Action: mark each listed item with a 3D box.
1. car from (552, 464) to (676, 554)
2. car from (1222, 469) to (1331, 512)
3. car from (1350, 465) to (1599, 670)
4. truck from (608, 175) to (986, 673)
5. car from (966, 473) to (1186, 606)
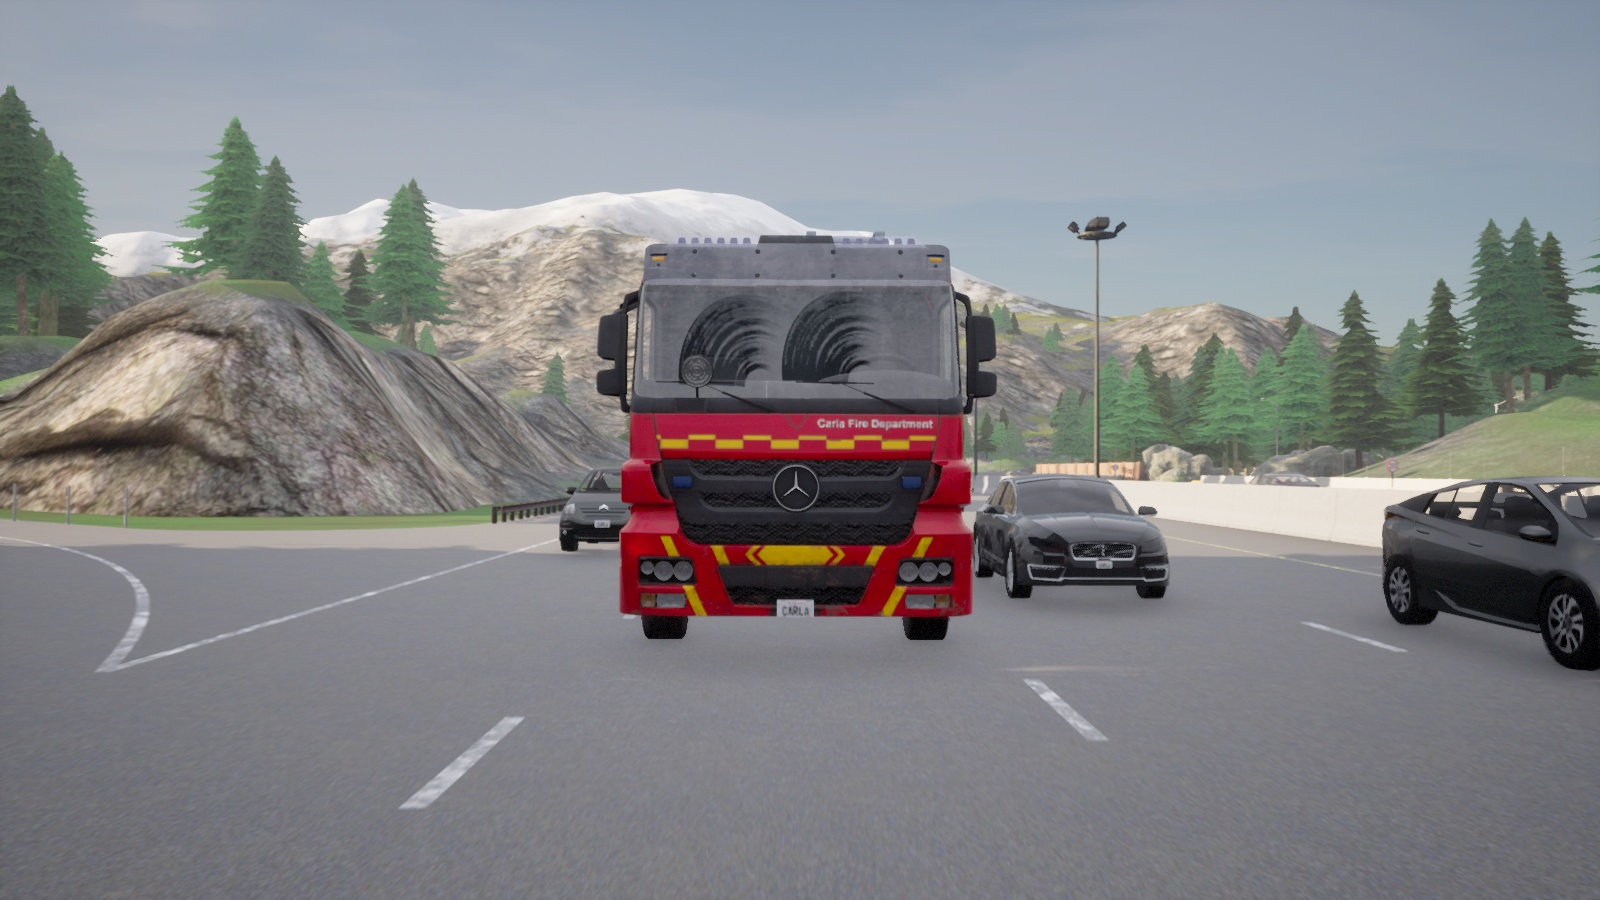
[{"bbox_3d":[-3.560,1.101,24.702,1.851,1.617,3.988,0,-1,0],"label":"car"},{"bbox_3d":[17.389,1.445,46.081,2.163,1.488,4.792,0,-1,0],"label":"car"},{"bbox_3d":[6.972,0.904,11.335,2.007,1.525,4.514,0,-1,0],"label":"car"},{"bbox_3d":[-0.038,-0.140,13.900,2.891,3.827,8.468,0,-1,0],"label":"truck"},{"bbox_3d":[3.460,1.058,16.723,1.837,1.490,4.892,0,-1,0],"label":"car"}]
